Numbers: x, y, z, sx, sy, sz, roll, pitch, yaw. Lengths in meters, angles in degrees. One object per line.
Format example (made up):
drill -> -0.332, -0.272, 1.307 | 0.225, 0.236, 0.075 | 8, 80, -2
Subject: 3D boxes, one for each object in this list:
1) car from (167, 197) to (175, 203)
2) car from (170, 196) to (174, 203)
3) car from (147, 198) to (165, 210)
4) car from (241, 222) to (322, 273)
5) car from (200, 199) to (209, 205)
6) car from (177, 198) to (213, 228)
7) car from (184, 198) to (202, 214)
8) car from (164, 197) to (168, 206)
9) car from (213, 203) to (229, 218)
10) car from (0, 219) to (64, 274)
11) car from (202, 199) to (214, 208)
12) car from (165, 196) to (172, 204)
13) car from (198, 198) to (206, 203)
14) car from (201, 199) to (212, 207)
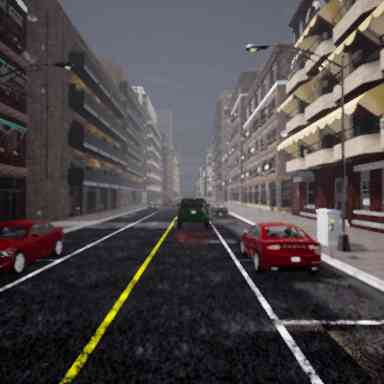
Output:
car -> -5.710, 2.209, 89.592 | 1.752, 1.417, 4.829 | 0, 0, 0
car -> -5.707, 1.915, 78.493 | 2.192, 1.841, 5.009 | 0, 0, 0
car -> -5.702, 1.937, 50.309 | 2.008, 1.369, 4.403 | 0, 0, 0
car -> 2.687, 1.630, 10.855 | 1.887, 1.381, 4.507 | 0, 0, 0
car -> 2.674, 2.139, 72.852 | 1.802, 1.307, 4.206 | 0, 0, 0
car -> 0.092, 1.406, 23.835 | 2.150, 2.045, 5.566 | 0, 0, 0
car -> 0.090, 1.670, 41.217 | 2.097, 1.767, 4.553 | 0, 0, 0
car -> -5.703, 1.980, 55.946 | 2.008, 1.369, 4.403 | 0, 0, 0
car -> 2.683, 1.809, 33.399 | 2.008, 1.369, 4.403 | 0, 0, 0
car -> -5.693, 1.629, 10.858 | 1.887, 1.381, 4.507 | 0, 0, 0
car -> 2.678, 1.956, 56.114 | 1.752, 1.417, 4.829 | 0, 0, 0
car -> -5.705, 2.059, 67.218 | 1.887, 1.381, 4.507 | 0, 0, 0
car -> 2.670, 2.268, 89.760 | 1.802, 1.307, 4.206 | 0, 0, 0
car -> 2.676, 2.038, 61.580 | 1.947, 1.339, 4.313 | 0, 0, 0
